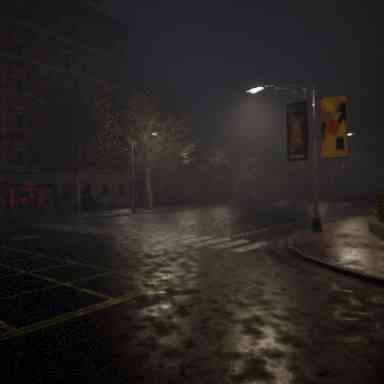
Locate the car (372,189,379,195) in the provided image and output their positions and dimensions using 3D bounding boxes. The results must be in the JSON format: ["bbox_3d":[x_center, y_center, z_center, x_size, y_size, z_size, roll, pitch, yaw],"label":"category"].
[{"bbox_3d":[32.442,0.774,56.354,1.882,1.535,5.008,-1,0,39],"label":"car"}]

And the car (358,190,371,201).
[{"bbox_3d":[29.278,0.851,58.058,1.837,1.490,4.892,-1,0,39],"label":"car"}]

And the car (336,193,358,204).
[{"bbox_3d":[23.372,0.970,50.736,1.837,1.490,4.892,-1,0,39],"label":"car"}]
